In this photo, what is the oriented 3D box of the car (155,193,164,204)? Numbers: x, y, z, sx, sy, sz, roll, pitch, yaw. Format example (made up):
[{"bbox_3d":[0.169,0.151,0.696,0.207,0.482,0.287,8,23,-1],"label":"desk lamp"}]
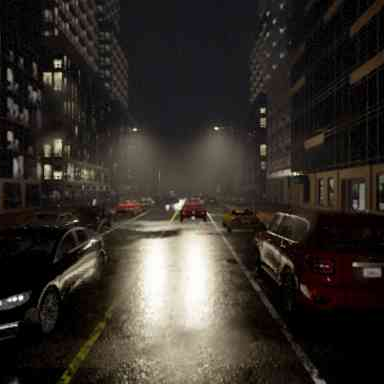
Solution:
[{"bbox_3d":[-5.713,1.209,52.898,1.887,1.381,4.507,0,0,0],"label":"car"}]

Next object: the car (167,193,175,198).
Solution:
[{"bbox_3d":[-5.731,0.954,92.744,1.947,1.339,4.313,0,0,0],"label":"car"}]

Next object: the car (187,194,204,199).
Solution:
[{"bbox_3d":[0.079,1.306,41.186,1.994,1.385,4.181,0,0,0],"label":"car"}]

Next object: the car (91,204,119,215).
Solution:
[{"bbox_3d":[-5.697,1.452,18.746,1.947,1.339,4.313,0,0,0],"label":"car"}]

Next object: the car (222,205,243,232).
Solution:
[{"bbox_3d":[2.684,1.410,18.907,1.752,1.417,4.829,0,0,0],"label":"car"}]

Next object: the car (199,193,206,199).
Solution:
[{"bbox_3d":[2.652,0.953,87.210,1.752,1.417,4.829,0,0,0],"label":"car"}]

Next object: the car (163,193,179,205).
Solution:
[{"bbox_3d":[-3.025,1.258,51.761,1.994,1.385,4.181,0,0,0],"label":"car"}]

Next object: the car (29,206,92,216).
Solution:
[{"bbox_3d":[-5.694,1.472,13.054,2.008,1.369,4.403,0,0,0],"label":"car"}]

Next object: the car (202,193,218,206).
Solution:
[{"bbox_3d":[2.671,1.268,47.198,1.947,1.339,4.313,0,0,0],"label":"car"}]

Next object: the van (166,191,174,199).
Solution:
[{"bbox_3d":[-5.727,0.770,87.050,1.690,1.788,3.998,0,0,0],"label":"van"}]

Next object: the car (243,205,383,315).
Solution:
[{"bbox_3d":[2.691,1.271,7.352,2.192,1.841,5.009,0,0,0],"label":"car"}]

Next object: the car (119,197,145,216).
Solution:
[{"bbox_3d":[-5.702,1.396,30.129,1.802,1.307,4.206,0,0,0],"label":"car"}]

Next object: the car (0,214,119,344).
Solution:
[{"bbox_3d":[-3.105,1.452,6.638,2.128,1.511,4.902,0,0,0],"label":"car"}]

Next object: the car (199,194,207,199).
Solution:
[{"bbox_3d":[2.654,1.051,81.348,1.802,1.307,4.206,0,0,0],"label":"car"}]

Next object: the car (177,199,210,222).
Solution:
[{"bbox_3d":[0.088,1.449,24.768,1.895,1.301,4.718,0,0,0],"label":"car"}]

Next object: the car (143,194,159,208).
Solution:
[{"bbox_3d":[-5.708,1.291,41.514,2.008,1.369,4.403,0,0,0],"label":"car"}]
